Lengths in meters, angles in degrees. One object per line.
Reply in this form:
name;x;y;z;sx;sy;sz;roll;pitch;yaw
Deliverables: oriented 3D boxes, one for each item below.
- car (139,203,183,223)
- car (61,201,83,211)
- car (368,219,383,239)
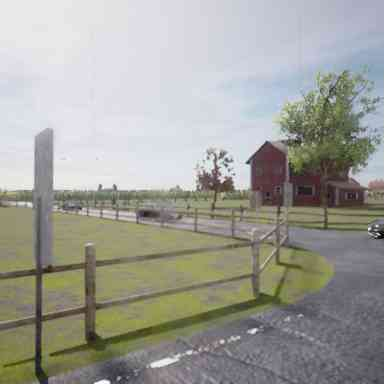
car;-2.660;1.672;27.360;2.128;1.511;4.902;1;-1;-36
car;-17.133;1.953;47.301;2.033;1.411;5.357;1;-1;-36
car;11.029;1.569;15.593;4.892;1.490;1.837;-1;4;19
